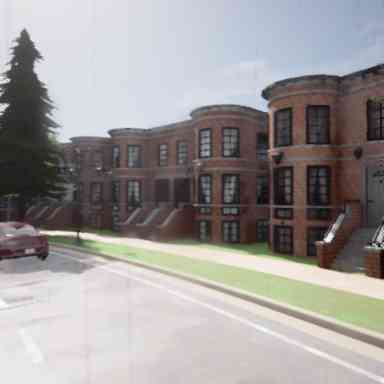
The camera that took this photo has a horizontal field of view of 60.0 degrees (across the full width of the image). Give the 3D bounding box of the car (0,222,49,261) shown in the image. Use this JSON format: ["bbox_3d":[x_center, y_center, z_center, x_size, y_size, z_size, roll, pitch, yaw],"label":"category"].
[{"bbox_3d":[-7.193,1.880,12.953,4.674,1.442,1.812,-1,-2,44],"label":"car"}]
